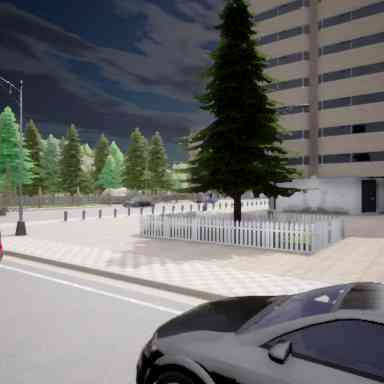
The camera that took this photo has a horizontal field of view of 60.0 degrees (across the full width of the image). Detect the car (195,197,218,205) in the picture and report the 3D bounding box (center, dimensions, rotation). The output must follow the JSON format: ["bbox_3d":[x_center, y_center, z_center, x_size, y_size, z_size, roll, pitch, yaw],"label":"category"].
[{"bbox_3d":[2.722,1.554,60.151,2.033,1.411,5.357,0,0,35],"label":"car"}]

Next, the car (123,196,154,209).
[{"bbox_3d":[-7.363,1.353,46.149,2.097,1.767,4.553,0,0,35],"label":"car"}]

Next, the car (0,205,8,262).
[{"bbox_3d":[-7.415,1.221,9.228,5.566,2.045,2.150,0,0,36],"label":"car"}]

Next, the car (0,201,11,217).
[{"bbox_3d":[-18.926,1.564,29.911,1.994,1.385,4.181,0,0,35],"label":"car"}]

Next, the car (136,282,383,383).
[{"bbox_3d":[1.485,1.564,2.930,4.181,1.385,1.994,0,0,35],"label":"car"}]
